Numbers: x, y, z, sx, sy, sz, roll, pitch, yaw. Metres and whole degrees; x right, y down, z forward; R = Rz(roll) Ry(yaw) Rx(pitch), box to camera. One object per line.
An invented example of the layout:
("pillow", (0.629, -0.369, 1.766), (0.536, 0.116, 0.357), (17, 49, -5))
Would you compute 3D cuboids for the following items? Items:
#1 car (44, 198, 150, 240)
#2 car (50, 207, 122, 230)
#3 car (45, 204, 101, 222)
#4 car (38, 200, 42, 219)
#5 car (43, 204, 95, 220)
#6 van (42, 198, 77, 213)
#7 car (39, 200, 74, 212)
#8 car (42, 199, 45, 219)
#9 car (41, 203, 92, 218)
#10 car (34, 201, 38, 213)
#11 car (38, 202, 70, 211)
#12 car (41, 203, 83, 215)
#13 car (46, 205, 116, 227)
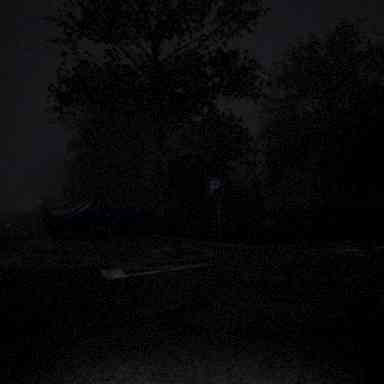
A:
("car", (-5.164, 1.471, 18.934), (5.566, 2.045, 2.435), (1, -1, -26))
("car", (-7.599, 1.823, 23.939), (4.674, 1.452, 2.002), (1, -1, -26))
("car", (-11.201, 1.917, 31.339), (4.792, 1.488, 2.163), (1, -1, -26))
("car", (-10.024, 1.599, 28.820), (5.566, 2.045, 2.435), (1, -1, -26))
("car", (-12.482, 1.955, 33.812), (4.792, 1.488, 2.163), (1, -1, -26))
("van", (-18.491, 1.894, 46.381), (4.442, 1.987, 1.878), (1, -1, -26))
("car", (-19.847, 2.035, 48.811), (4.553, 1.767, 2.185), (1, -1, -26))
("car", (-6.339, 1.499, 21.322), (5.566, 2.045, 2.435), (1, -1, -26))
("car", (-13.689, 1.964, 36.322), (5.008, 1.535, 2.097), (1, -1, -26))
("car", (-15.079, 1.998, 38.743), (5.366, 1.575, 1.946), (1, -1, -26))
("car", (-22.267, 2.291, 53.823), (4.674, 1.452, 2.002), (1, -1, -26))
("car", (-16.143, 2.082, 41.323), (4.674, 1.452, 2.002), (1, -1, -26))
("car", (-8.775, 1.816, 26.326), (5.008, 1.535, 2.097), (1, -1, -26))
